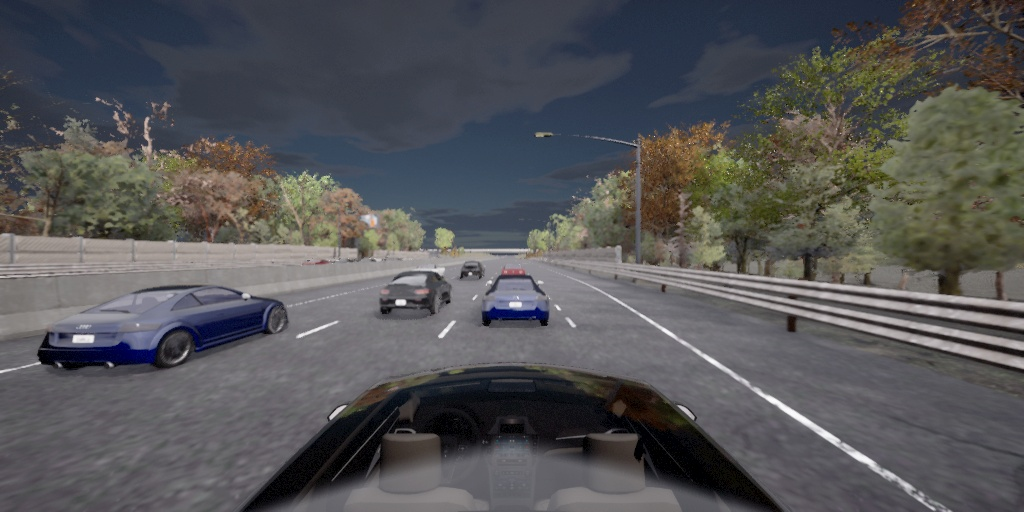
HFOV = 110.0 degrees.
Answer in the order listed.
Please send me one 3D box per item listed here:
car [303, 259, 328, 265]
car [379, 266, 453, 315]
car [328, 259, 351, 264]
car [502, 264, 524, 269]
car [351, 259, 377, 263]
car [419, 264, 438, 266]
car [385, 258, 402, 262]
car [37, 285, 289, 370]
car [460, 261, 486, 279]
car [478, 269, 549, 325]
[{"bbox_3d":[-28.054,1.156,51.728,1.882,1.535,5.008,0,0,1],"label":"car"},{"bbox_3d":[-3.402,1.252,13.277,1.812,1.442,4.674,0,0,0],"label":"car"},{"bbox_3d":[-24.558,1.181,52.706,1.837,1.490,4.892,0,0,0],"label":"car"},{"bbox_3d":[0.097,1.301,30.119,1.895,1.301,4.718,0,0,0],"label":"car"},{"bbox_3d":[-21.063,1.182,52.171,1.837,1.490,4.892,0,0,0],"label":"car"},{"bbox_3d":[-6.903,1.301,30.130,1.895,1.301,4.718,0,0,0],"label":"car"},{"bbox_3d":[-17.564,1.030,52.790,2.097,1.767,4.553,0,0,0],"label":"car"},{"bbox_3d":[-6.903,1.301,7.783,1.994,1.385,4.181,0,0,0],"label":"car"},{"bbox_3d":[-3.403,1.203,31.668,1.837,1.490,4.892,0,0,0],"label":"car"},{"bbox_3d":[0.098,1.293,11.811,1.994,1.385,4.181,0,0,0],"label":"car"}]
